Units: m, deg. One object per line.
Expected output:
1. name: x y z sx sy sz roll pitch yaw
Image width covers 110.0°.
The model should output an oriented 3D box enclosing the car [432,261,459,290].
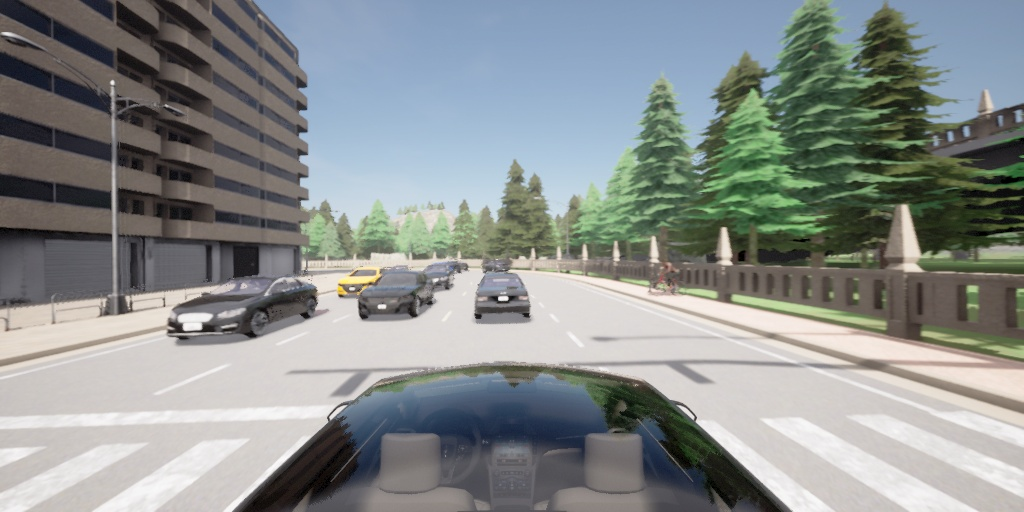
1. car: -4.803 1.320 23.033 2.128 1.511 4.902 -1 0 -5

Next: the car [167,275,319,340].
1. car: -7.534 1.357 10.648 2.128 1.511 4.902 -1 0 -5

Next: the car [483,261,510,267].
1. car: -1.856 1.281 40.483 2.128 1.511 4.902 -1 0 -24

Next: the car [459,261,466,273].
1. car: -7.890 1.387 44.167 1.837 1.490 4.892 -1 0 -32

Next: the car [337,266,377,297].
1. car: -8.048 1.354 20.139 1.882 1.535 5.008 -1 0 -4

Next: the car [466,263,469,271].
1. car: -7.915 1.375 50.028 2.128 1.511 4.902 -1 0 -40

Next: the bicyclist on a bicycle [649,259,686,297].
1. bicyclist on a bicycle: 6.679 0.953 15.386 1.656 1.620 0.582 0 0 -3

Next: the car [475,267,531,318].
1. car: -0.379 1.306 13.089 2.033 1.411 5.357 -1 0 -3

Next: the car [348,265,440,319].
1. car: -4.152 1.293 13.555 1.882 1.535 5.008 -1 0 -3

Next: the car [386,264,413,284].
1. car: -9.321 1.462 29.994 1.994 1.385 4.181 -1 0 -15
